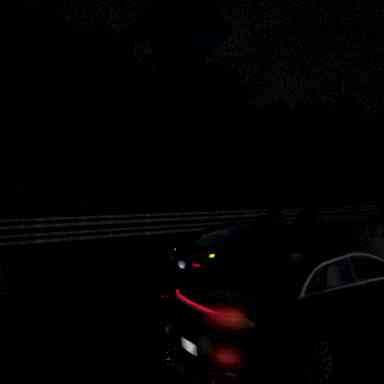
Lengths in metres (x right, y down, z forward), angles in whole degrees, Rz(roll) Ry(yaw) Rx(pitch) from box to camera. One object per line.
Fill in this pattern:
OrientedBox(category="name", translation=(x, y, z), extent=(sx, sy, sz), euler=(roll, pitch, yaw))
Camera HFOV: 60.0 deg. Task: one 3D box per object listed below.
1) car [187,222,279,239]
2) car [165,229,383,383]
OrientedBox(category="car", translation=(1.646, 1.548, 9.149), extent=(4.674, 1.442, 1.812), euler=(0, 0, -35))
OrientedBox(category="car", translation=(1.948, 1.507, 5.090), extent=(4.902, 1.511, 2.128), euler=(0, 0, -35))
